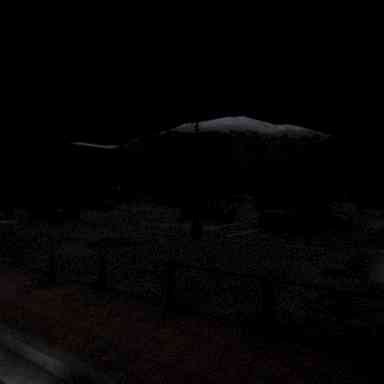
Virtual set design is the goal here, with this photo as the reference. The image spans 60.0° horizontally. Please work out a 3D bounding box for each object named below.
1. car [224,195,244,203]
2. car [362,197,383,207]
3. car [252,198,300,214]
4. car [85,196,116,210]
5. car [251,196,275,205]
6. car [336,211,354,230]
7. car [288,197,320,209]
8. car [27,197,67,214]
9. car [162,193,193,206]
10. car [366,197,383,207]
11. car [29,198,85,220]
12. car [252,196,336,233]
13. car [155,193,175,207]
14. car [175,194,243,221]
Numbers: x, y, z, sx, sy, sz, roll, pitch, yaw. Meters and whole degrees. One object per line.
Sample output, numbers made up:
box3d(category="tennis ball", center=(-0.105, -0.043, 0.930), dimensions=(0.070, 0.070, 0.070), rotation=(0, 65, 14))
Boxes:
box3d(category="car", center=(8.498, 1.450, 66.916), dimensions=(3.633, 1.501, 1.845), rotation=(0, 0, 35))
box3d(category="car", center=(27.970, 1.505, 49.276), dimensions=(5.027, 1.636, 2.152), rotation=(0, 0, 35))
box3d(category="car", center=(9.044, 1.443, 35.924), dimensions=(4.514, 1.523, 2.007), rotation=(0, 0, 35))
box3d(category="car", center=(-11.106, 1.229, 38.789), dimensions=(5.027, 1.636, 2.152), rotation=(0, 0, 35))
box3d(category="car", center=(12.828, 1.488, 60.192), dimensions=(3.806, 1.475, 1.970), rotation=(0, 0, 35))
box3d(category="car", center=(8.197, 1.535, 21.301), dimensions=(3.806, 1.475, 1.970), rotation=(0, 0, 35))
box3d(category="car", center=(14.858, 1.465, 44.051), dimensions=(3.633, 1.501, 1.845), rotation=(0, 0, 35))
box3d(category="car", center=(-14.554, 1.309, 33.367), dimensions=(3.806, 1.475, 1.970), rotation=(0, 0, 35))
box3d(category="car", center=(-2.362, 1.172, 51.835), dimensions=(4.605, 1.855, 1.932), rotation=(0, 0, 35))
box3d(category="car", center=(29.741, 1.514, 51.865), dimensions=(4.514, 1.523, 2.007), rotation=(0, 0, 35))
box3d(category="car", center=(-10.923, 1.401, 26.302), dimensions=(4.514, 1.523, 2.007), rotation=(0, 0, 35))
box3d(category="car", center=(5.776, 1.248, 18.942), dimensions=(3.866, 1.878, 1.905), rotation=(0, 0, 35))
box3d(category="car", center=(-3.706, 1.153, 49.226), dimensions=(3.866, 1.878, 1.905), rotation=(0, 0, 35))
box3d(category="car", center=(1.259, 1.239, 26.174), dimensions=(4.605, 1.855, 1.932), rotation=(0, 0, 35))
